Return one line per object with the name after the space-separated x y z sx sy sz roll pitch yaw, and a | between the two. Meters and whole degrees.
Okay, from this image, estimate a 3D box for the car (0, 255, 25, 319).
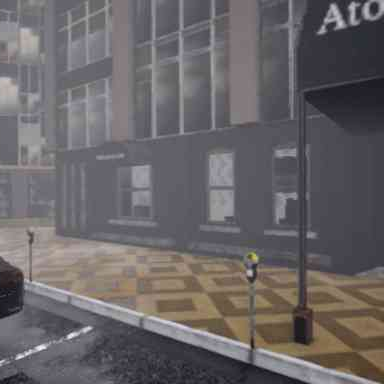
-4.801 1.549 6.153 4.313 1.339 1.947 0 0 36 | car
